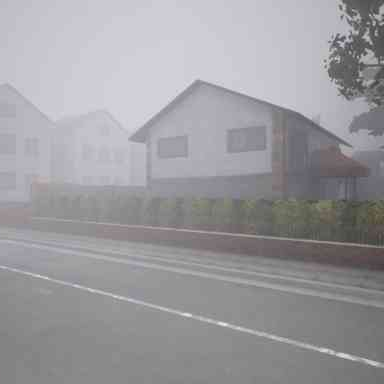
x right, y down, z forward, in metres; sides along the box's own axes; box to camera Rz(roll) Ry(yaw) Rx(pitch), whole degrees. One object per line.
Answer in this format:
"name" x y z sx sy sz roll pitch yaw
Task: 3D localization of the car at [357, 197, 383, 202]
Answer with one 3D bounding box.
"car" 14.618 1.168 25.879 3.806 1.475 1.970 0 0 35
